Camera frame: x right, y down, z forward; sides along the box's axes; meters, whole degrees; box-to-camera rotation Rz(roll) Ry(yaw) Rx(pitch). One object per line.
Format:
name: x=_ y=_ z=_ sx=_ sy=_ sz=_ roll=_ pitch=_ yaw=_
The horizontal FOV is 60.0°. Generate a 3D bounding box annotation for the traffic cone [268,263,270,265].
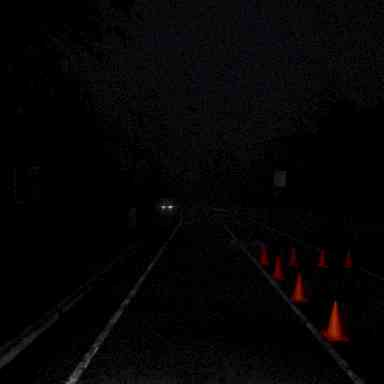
traffic cone: x=2.477 y=2.169 z=9.577 sx=0.340 sy=0.580 sz=0.340 roll=2 pitch=-1 yaw=1

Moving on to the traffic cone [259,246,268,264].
traffic cone: x=2.518 y=2.193 z=11.576 sx=0.340 sy=0.580 sz=0.340 roll=2 pitch=-1 yaw=1

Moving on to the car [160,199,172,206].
car: x=-5.649 y=2.220 z=71.195 sx=1.812 sy=1.442 sz=4.674 roll=1 pitch=-1 yaw=-17
